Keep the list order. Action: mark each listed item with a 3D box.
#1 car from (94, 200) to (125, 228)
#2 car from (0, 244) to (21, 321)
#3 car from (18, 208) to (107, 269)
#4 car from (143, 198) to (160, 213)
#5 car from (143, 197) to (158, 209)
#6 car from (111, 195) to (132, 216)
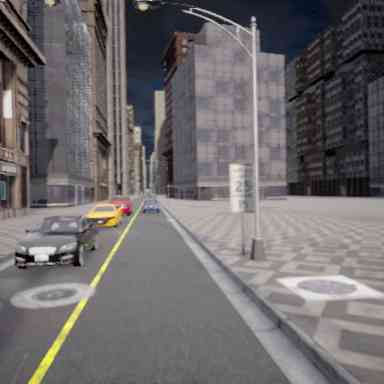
[{"bbox_3d":[-5.944,1.580,22.934,1.882,1.535,5.008,-1,0,-7],"label":"car"},{"bbox_3d":[-3.286,1.582,2.834,1.812,1.442,4.674,-1,0,-9],"label":"car"},{"bbox_3d":[-4.503,1.567,11.707,2.128,1.511,4.902,-1,0,-7],"label":"car"},{"bbox_3d":[-4.726,1.623,38.502,2.033,1.411,5.357,-1,0,-7],"label":"car"},{"bbox_3d":[-6.192,1.580,49.812,2.128,1.511,4.902,-1,0,-7],"label":"car"},{"bbox_3d":[-7.384,1.347,34.446,2.150,2.045,5.566,-1,0,-7],"label":"car"}]
